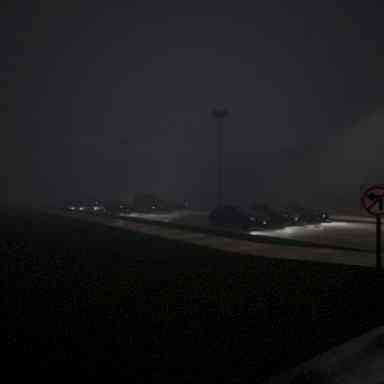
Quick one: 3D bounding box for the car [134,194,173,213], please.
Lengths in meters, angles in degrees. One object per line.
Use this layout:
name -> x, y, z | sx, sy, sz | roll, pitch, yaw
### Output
car -> -4.808, 1.220, 37.936 | 2.150, 2.045, 5.566 | 0, 0, -36

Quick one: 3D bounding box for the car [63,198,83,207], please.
car -> -18.095, 1.564, 50.544 | 1.994, 1.385, 4.181 | 0, 0, -36

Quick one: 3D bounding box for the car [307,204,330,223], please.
car -> 8.400, 1.563, 25.750 | 1.994, 1.385, 4.181 | 0, 0, -36

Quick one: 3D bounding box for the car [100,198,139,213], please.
car -> -7.946, 1.600, 36.303 | 1.895, 1.301, 4.718 | 0, 0, -36

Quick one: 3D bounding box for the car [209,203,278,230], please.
car -> 2.927, 1.525, 21.413 | 1.812, 1.442, 4.674 | 0, 0, -35

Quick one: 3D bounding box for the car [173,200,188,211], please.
car -> -2.505, 1.600, 40.724 | 1.895, 1.301, 4.718 | 0, 0, -36

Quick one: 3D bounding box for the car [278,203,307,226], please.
car -> 5.493, 1.525, 23.830 | 1.812, 1.442, 4.674 | 0, 0, -37

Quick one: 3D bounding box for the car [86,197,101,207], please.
car -> -15.254, 1.541, 52.588 | 1.837, 1.490, 4.892 | 0, 0, -36

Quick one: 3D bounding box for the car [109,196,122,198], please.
car -> -12.413, 1.396, 54.632 | 1.882, 1.535, 5.008 | 0, 0, -36
